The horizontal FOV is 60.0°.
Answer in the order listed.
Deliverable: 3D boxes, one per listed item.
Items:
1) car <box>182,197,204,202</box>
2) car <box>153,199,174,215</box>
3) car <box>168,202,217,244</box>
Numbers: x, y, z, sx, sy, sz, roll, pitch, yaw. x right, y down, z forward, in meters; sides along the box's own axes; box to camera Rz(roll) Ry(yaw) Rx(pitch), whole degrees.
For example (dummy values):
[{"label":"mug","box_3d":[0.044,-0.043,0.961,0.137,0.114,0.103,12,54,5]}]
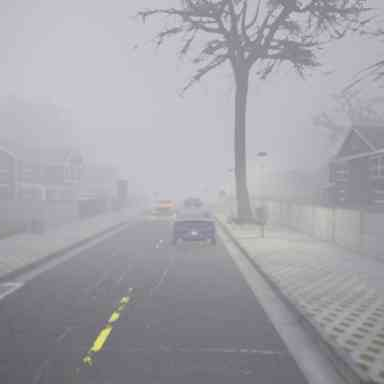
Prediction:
[{"label":"car","box_3d":[0.085,1.276,31.704,2.097,1.767,4.553,0,0,0]},{"label":"car","box_3d":[-2.766,1.417,33.600,1.882,1.535,5.008,0,0,0]},{"label":"car","box_3d":[0.095,1.442,15.546,1.882,1.535,5.008,0,0,0]}]
